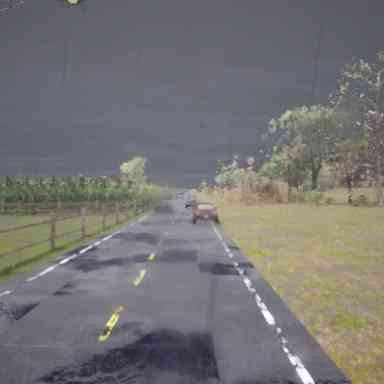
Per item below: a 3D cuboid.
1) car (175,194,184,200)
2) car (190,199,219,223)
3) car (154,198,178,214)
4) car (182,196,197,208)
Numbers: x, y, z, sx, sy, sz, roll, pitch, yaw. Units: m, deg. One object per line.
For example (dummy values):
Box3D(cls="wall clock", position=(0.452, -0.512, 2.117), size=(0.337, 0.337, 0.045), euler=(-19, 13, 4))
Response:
Box3D(cls="car", position=(-2.740, 1.241, 76.172), size=(2.033, 1.411, 5.357), euler=(0, 0, 0))
Box3D(cls="car", position=(0.965, 1.505, 24.811), size=(1.812, 1.442, 4.674), euler=(0, 0, 0))
Box3D(cls="car", position=(-2.841, 1.565, 34.640), size=(1.895, 1.301, 4.718), euler=(0, 0, 0))
Box3D(cls="car", position=(0.036, 1.545, 46.136), size=(1.895, 1.301, 4.718), euler=(0, 0, 1))
